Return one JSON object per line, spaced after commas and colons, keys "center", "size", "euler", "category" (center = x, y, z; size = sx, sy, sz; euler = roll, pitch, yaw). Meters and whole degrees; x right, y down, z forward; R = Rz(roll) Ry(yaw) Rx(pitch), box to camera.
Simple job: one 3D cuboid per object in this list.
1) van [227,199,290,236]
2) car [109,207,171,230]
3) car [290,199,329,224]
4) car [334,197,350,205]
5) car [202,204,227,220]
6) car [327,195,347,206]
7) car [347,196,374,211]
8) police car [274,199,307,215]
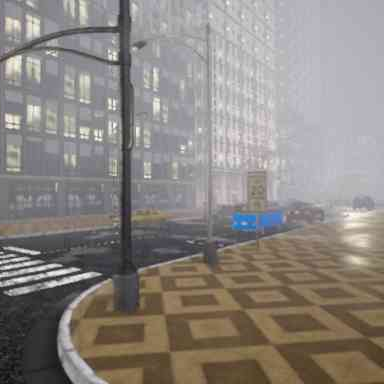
{"center": [3.929, 1.462, 19.316], "size": [1.690, 1.788, 3.998], "euler": [-1, -1, 38], "category": "van"}
{"center": [-3.460, 1.730, 23.023], "size": [1.752, 1.417, 4.829], "euler": [-1, -1, 38], "category": "car"}
{"center": [8.889, 1.565, 25.947], "size": [1.967, 1.590, 4.097], "euler": [-1, -1, 38], "category": "car"}
{"center": [29.773, 1.793, 66.036], "size": [2.008, 1.369, 4.403], "euler": [-1, -1, 38], "category": "car"}
{"center": [2.644, 1.789, 30.749], "size": [1.802, 1.307, 4.206], "euler": [-1, -1, 38], "category": "car"}
{"center": [26.380, 1.551, 61.627], "size": [2.192, 1.841, 5.009], "euler": [-1, -1, 38], "category": "car"}
{"center": [22.453, 1.452, 43.591], "size": [2.192, 1.841, 5.009], "euler": [-1, -1, 38], "category": "car"}
{"center": [11.255, 1.610, 37.743], "size": [1.930, 1.638, 5.238], "euler": [-1, 0, 38], "category": "police car"}
